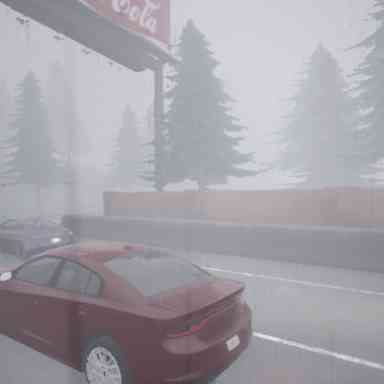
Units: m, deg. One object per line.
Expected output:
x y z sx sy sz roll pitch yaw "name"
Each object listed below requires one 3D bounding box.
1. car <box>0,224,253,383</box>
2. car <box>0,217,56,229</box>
-1.558 1.515 5.099 5.008 1.535 1.882 0 0 35 "car"
-6.415 1.678 12.854 4.181 1.385 1.994 -1 0 35 "car"
